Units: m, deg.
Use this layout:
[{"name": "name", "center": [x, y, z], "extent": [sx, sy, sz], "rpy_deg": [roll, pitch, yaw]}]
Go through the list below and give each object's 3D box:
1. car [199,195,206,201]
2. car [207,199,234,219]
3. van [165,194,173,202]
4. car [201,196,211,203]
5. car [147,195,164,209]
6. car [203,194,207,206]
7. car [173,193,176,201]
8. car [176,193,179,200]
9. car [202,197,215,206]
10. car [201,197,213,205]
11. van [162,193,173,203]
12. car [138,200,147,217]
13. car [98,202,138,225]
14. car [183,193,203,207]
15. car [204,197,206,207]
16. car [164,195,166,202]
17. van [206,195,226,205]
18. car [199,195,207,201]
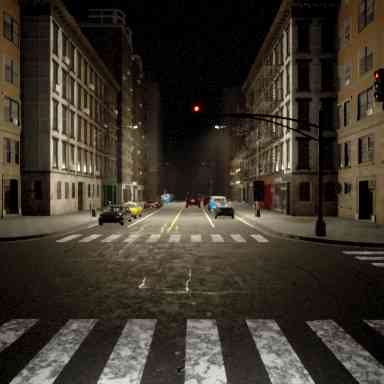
[{"name": "car", "center": [2.779, 1.560, 88.422], "extent": [1.947, 1.339, 4.313], "rpy_deg": [0, 0, 0]}, {"name": "car", "center": [2.680, 1.548, 28.953], "extent": [2.008, 1.369, 4.403], "rpy_deg": [0, 0, 0]}, {"name": "van", "center": [-5.331, 1.336, 77.620], "extent": [1.690, 1.788, 3.998], "rpy_deg": [0, 0, 0]}, {"name": "car", "center": [2.743, 1.521, 66.966], "extent": [1.752, 1.417, 4.829], "rpy_deg": [0, 0, 0]}, {"name": "car", "center": [-5.347, 1.436, 45.182], "extent": [1.967, 1.590, 4.097], "rpy_deg": [0, 0, 0]}, {"name": "car", "center": [2.716, 1.311, 50.578], "extent": [2.192, 1.841, 5.009], "rpy_deg": [0, 0, 0]}, {"name": "car", "center": [-5.333, 1.310, 72.213], "extent": [2.192, 1.841, 5.009], "rpy_deg": [0, 0, 0]}, {"name": "car", "center": [-5.325, 1.545, 88.432], "extent": [2.008, 1.369, 4.403], "rpy_deg": [0, 0, 0]}, {"name": "car", "center": [2.725, 1.562, 55.984], "extent": [1.947, 1.339, 4.313], "rpy_deg": [0, 0, 0]}, {"name": "car", "center": [2.734, 1.546, 61.391], "extent": [2.008, 1.369, 4.403], "rpy_deg": [0, 0, 0]}, {"name": "van", "center": [-5.336, 1.337, 66.807], "extent": [1.690, 1.788, 3.998], "rpy_deg": [0, 0, 0]}, {"name": "car", "center": [-5.355, 1.523, 28.794], "extent": [1.752, 1.417, 4.829], "rpy_deg": [0, 0, 0]}, {"name": "car", "center": [-5.357, 1.549, 23.557], "extent": [2.008, 1.369, 4.403], "rpy_deg": [0, 0, 0]}, {"name": "car", "center": [0.167, 1.348, 49.964], "extent": [2.097, 1.767, 4.553], "rpy_deg": [0, 0, 0]}, {"name": "car", "center": [2.698, 1.578, 39.766], "extent": [1.802, 1.307, 4.206], "rpy_deg": [0, 0, 0]}, {"name": "car", "center": [-5.344, 1.521, 50.418], "extent": [1.752, 1.417, 4.829], "rpy_deg": [0, 0, 0]}, {"name": "van", "center": [2.689, 1.338, 34.359], "extent": [1.690, 1.788, 3.998], "rpy_deg": [0, 0, 0]}, {"name": "car", "center": [2.770, 1.539, 83.016], "extent": [1.887, 1.381, 4.507], "rpy_deg": [0, 0, 0]}]
